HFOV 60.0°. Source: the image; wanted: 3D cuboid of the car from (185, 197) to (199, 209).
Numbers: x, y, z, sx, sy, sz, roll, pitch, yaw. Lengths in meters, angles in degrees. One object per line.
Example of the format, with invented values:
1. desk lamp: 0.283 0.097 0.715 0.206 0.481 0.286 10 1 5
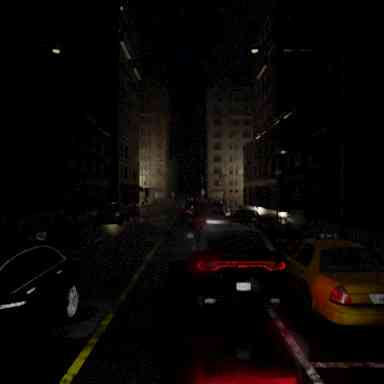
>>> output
1. car: 0.042 1.712 46.194 1.895 1.301 4.718 0 0 1

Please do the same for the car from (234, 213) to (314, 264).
1. car: 2.863 1.599 12.624 1.947 1.339 4.313 -1 0 0

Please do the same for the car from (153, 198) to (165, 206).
1. car: -5.646 1.677 57.315 1.887 1.381 4.507 -1 0 0

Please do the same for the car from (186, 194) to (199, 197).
1. car: 0.032 1.358 59.473 2.150 2.045 5.566 0 0 0

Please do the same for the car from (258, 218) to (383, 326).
1. car: 2.858 1.545 7.208 1.752 1.417 4.829 -1 0 0

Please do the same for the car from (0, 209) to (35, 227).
1. car: -5.678 1.334 7.044 2.192 1.841 5.009 -1 0 0

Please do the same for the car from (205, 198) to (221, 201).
1. car: 2.886 1.651 40.553 2.008 1.369 4.403 -1 0 0

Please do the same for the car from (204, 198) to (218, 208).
1. car: 2.895 1.688 51.725 1.947 1.339 4.313 -1 0 0

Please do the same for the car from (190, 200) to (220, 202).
1. car: 0.911 1.568 24.267 1.837 1.490 4.892 0 0 0

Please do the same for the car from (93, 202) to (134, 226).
1. car: -5.667 1.502 23.801 1.967 1.590 4.097 -1 0 0

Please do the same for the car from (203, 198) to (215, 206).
1. car: 2.900 1.714 57.311 1.802 1.307 4.206 -1 0 0

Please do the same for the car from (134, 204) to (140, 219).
1. car: -5.662 1.657 29.386 1.802 1.307 4.206 -1 0 0

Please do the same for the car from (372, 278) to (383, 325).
1. car: 2.854 1.586 1.452 1.802 1.307 4.206 -1 0 0

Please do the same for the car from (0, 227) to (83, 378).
1. car: -3.000 1.516 4.465 1.837 1.490 4.892 0 0 0

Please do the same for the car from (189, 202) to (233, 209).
1. car: 0.908 1.526 18.268 1.882 1.535 5.008 0 0 0

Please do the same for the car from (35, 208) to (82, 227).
1. car: -5.673 1.473 12.629 1.967 1.590 4.097 -1 0 0

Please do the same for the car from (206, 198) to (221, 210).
1. car: 2.890 1.637 46.309 1.752 1.417 4.829 -1 0 0

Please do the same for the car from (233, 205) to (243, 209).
1. car: 2.868 1.614 18.210 1.947 1.339 4.313 -1 0 0

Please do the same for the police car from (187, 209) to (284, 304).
1. police car: 0.902 1.448 8.377 1.930 1.638 5.238 0 0 0
